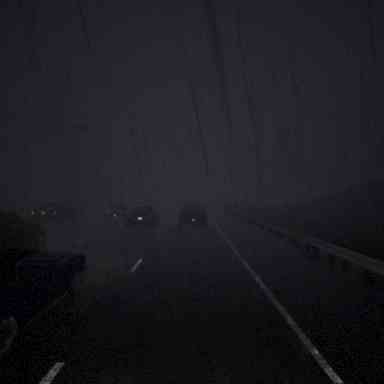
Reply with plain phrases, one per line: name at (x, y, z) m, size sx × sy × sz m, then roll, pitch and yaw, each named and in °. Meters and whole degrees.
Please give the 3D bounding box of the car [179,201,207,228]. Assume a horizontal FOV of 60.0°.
car at (0.080, 1.651, 23.692) m, size 1.882 × 1.535 × 5.008 m, roll 0°, pitch -1°, yaw 0°

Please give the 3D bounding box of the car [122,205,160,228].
car at (-3.421, 1.738, 23.832) m, size 1.994 × 1.385 × 4.181 m, roll 0°, pitch 0°, yaw 0°

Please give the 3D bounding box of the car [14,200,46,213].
car at (-21.123, 1.821, 43.525) m, size 1.837 × 1.490 × 4.892 m, roll 0°, pitch 0°, yaw 0°

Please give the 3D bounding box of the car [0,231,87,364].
car at (-3.405, 1.644, 5.809) m, size 1.895 × 1.301 × 4.718 m, roll 0°, pitch 0°, yaw 0°

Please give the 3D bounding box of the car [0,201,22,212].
car at (-24.617, 1.887, 44.234) m, size 1.994 × 1.385 × 4.181 m, roll 0°, pitch -1°, yaw 0°

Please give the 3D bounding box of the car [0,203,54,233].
car at (-6.910, 1.437, 11.573) m, size 2.097 × 1.767 × 4.553 m, roll 0°, pitch 0°, yaw 0°

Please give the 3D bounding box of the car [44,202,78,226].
car at (-10.421, 1.538, 25.421) m, size 2.097 × 1.767 × 4.553 m, roll 0°, pitch 0°, yaw 0°

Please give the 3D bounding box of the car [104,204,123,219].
car at (-6.928, 1.834, 32.011) m, size 1.895 × 1.301 × 4.718 m, roll 0°, pitch 0°, yaw 0°
